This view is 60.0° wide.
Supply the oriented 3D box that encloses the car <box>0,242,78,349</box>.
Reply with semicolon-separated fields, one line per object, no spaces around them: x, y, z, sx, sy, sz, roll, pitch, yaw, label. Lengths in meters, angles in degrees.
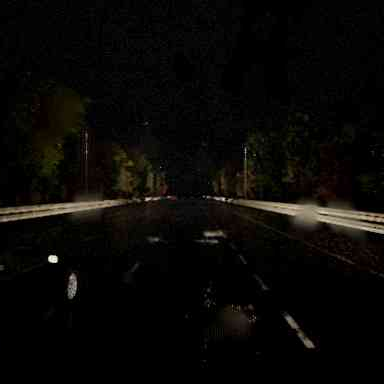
-3.401;1.514;5.252;1.882;1.535;5.008;0;0;0;car
